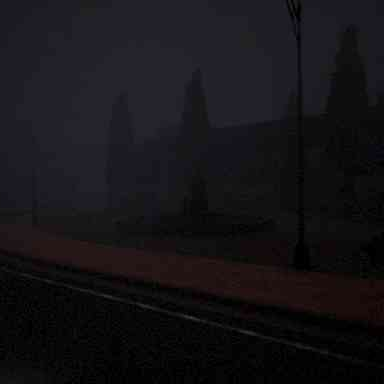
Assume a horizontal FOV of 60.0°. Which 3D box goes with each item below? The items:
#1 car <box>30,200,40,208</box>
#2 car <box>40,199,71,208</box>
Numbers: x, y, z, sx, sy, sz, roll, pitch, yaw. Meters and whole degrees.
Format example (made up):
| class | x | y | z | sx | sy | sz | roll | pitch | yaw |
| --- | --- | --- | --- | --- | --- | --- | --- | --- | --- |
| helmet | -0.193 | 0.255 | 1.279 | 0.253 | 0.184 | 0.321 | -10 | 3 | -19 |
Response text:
| class | x | y | z | sx | sy | sz | roll | pitch | yaw |
| --- | --- | --- | --- | --- | --- | --- | --- | --- | --- |
| car | -26.979 | 2.111 | 60.486 | 2.128 | 1.511 | 4.902 | -1 | 0 | 25 |
| car | -23.777 | 2.057 | 58.985 | 1.882 | 1.535 | 5.008 | -1 | 0 | 26 |
